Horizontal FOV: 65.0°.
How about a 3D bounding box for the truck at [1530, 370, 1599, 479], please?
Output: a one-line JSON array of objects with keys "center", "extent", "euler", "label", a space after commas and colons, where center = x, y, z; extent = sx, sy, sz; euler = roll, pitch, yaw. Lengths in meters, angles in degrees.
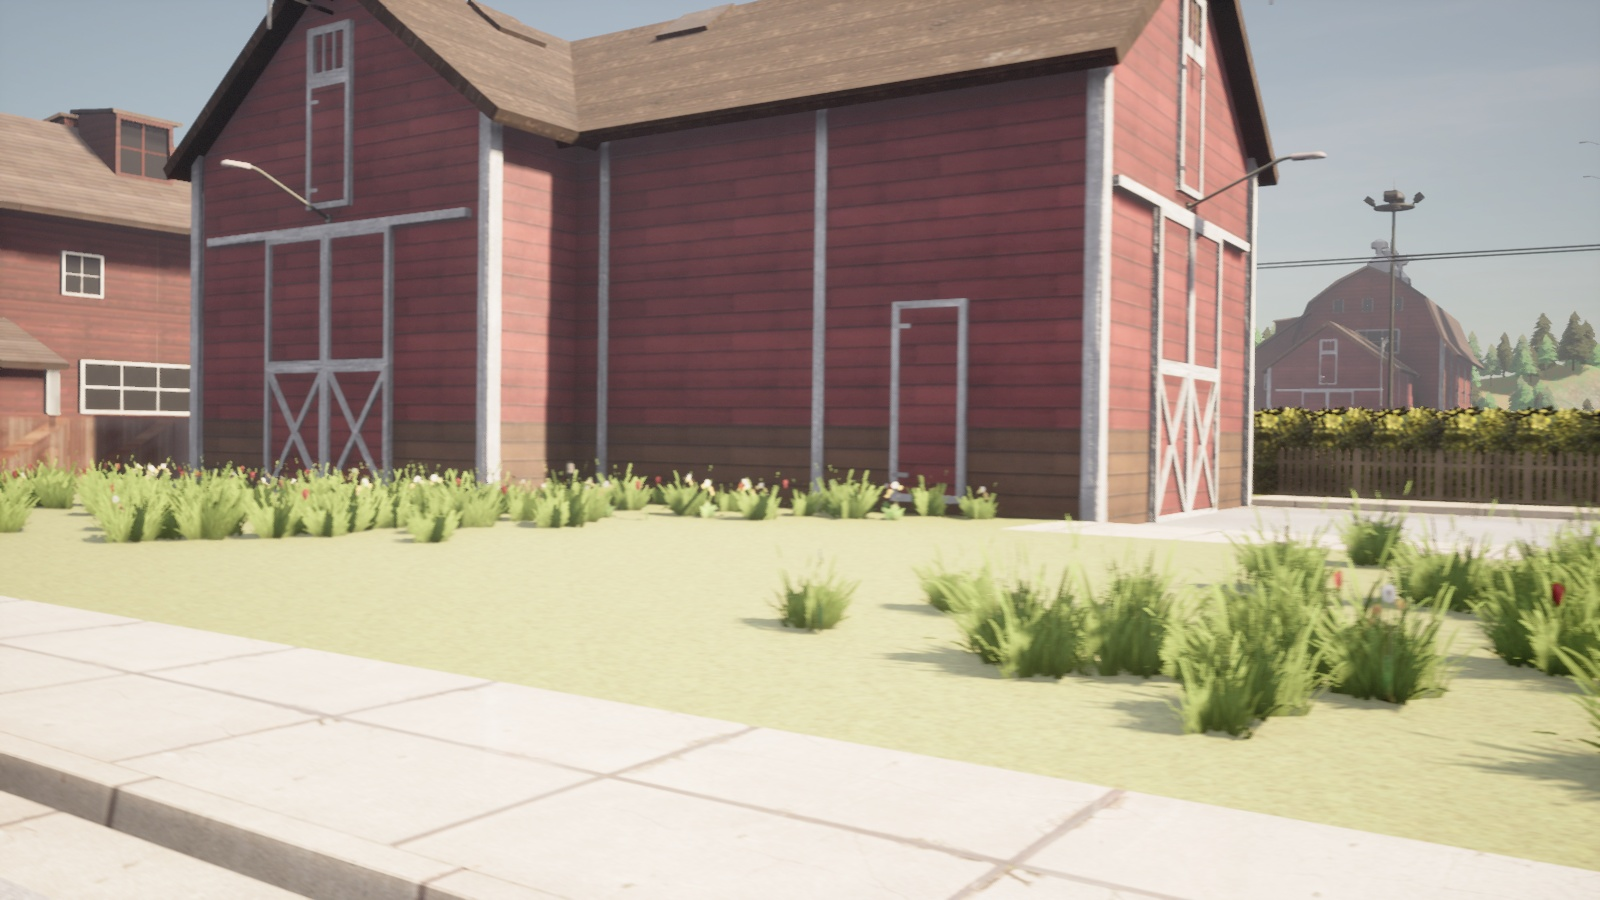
[{"center": [27.868, -0.816, 39.918], "extent": [7.936, 3.462, 2.891], "euler": [0, 1, 33], "label": "truck"}]
